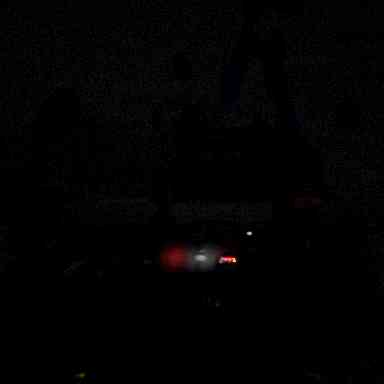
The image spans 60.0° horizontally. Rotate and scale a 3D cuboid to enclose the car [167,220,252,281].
[{"bbox_3d":[0.742,1.560,9.974,2.033,1.411,5.357,0,0,12],"label":"car"}]
